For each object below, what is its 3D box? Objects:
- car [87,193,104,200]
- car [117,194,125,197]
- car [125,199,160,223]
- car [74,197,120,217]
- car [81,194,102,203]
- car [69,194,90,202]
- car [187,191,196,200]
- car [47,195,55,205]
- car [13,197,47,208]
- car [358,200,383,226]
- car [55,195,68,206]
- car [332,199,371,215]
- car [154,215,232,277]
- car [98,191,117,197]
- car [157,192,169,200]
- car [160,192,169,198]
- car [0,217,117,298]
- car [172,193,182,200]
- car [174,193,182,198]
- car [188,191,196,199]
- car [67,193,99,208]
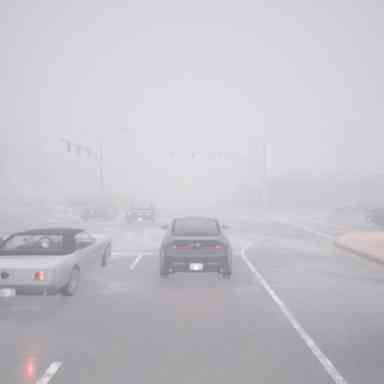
[{"bbox_3d":[-21.022,1.056,72.773,2.033,1.411,5.357,0,0,0],"label":"car"},{"bbox_3d":[-14.020,1.088,63.273,1.837,1.490,4.892,0,0,0],"label":"car"},{"bbox_3d":[-3.408,1.453,23.810,1.895,1.301,4.718,0,0,0],"label":"car"},{"bbox_3d":[-6.908,1.388,25.479,2.033,1.411,5.357,0,0,0],"label":"car"},{"bbox_3d":[-17.518,1.108,58.318,2.128,1.511,4.902,0,0,0],"label":"car"},{"bbox_3d":[-21.019,1.081,62.377,2.128,1.511,4.902,0,0,0],"label":"car"},{"bbox_3d":[-0.024,1.011,77.694,2.128,1.511,4.902,0,0,0],"label":"car"},{"bbox_3d":[-21.037,1.185,52.031,1.812,1.442,4.674,0,0,0],"label":"car"},{"bbox_3d":[-21.094,1.321,43.086,1.895,1.301,4.718,0,0,0],"label":"car"},{"bbox_3d":[12.938,1.385,19.720,4.892,1.490,1.837,0,0,2],"label":"car"},{"bbox_3d":[-17.574,1.175,48.521,2.128,1.511,4.902,0,0,0],"label":"car"},{"bbox_3d":[15.197,1.335,30.248,4.674,1.442,1.812,0,0,2],"label":"car"},{"bbox_3d":[0.097,1.451,10.038,1.837,1.490,4.892,0,0,0],"label":"car"},{"bbox_3d":[-14.044,0.874,53.139,2.150,2.045,5.566,0,0,0],"label":"car"},{"bbox_3d":[-7.024,1.015,76.424,1.812,1.442,4.674,0,0,0],"label":"car"},{"bbox_3d":[-7.026,0.846,85.594,2.128,1.511,4.902,0,0,0],"label":"car"},{"bbox_3d":[-3.401,1.556,8.374,1.895,1.301,4.718,0,0,0],"label":"car"},{"bbox_3d":[-3.524,1.015,76.425,1.812,1.442,4.674,0,0,0],"label":"car"},{"bbox_3d":[-3.526,0.916,85.625,1.895,1.301,4.718,0,0,0],"label":"car"},{"bbox_3d":[-0.027,0.641,87.946,2.150,2.045,5.566,0,0,1],"label":"car"},{"bbox_3d":[-14.062,1.198,43.204,1.882,1.535,5.008,0,0,-1],"label":"car"}]
